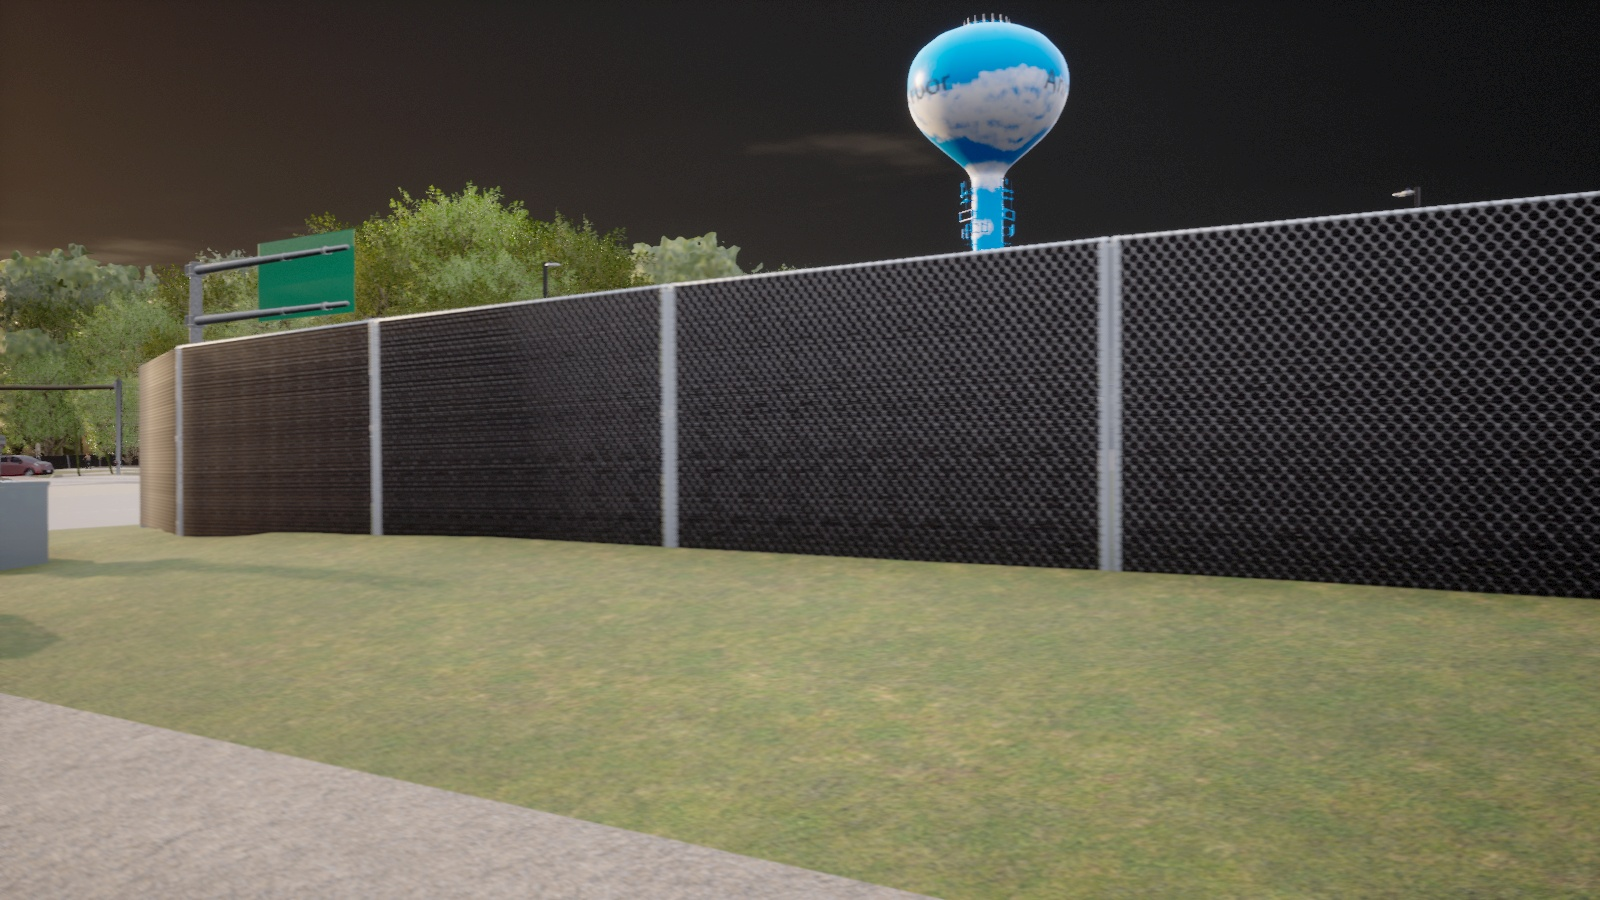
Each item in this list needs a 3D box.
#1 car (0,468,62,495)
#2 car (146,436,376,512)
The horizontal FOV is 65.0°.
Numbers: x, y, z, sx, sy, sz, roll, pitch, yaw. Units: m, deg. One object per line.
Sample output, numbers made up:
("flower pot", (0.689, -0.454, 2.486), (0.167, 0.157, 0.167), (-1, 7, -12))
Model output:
("car", (-48.327, 1.972, 78.218), (3.633, 1.501, 1.845), (-3, 0, 9))
("car", (-12.482, 0.509, 29.358), (2.007, 1.525, 4.514), (-1, 1, 34))
